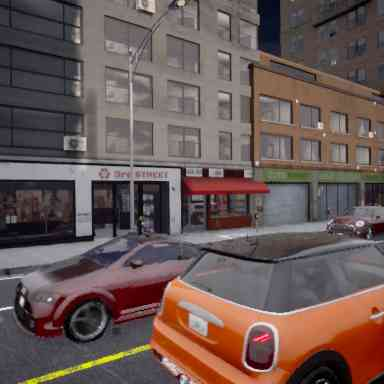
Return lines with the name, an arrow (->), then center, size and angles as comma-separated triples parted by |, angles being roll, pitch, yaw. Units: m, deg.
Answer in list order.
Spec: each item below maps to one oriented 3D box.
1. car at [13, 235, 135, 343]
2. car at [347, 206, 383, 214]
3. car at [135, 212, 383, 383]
car -> -1.087, 1.563, 6.465 | 4.181, 1.385, 1.994 | 0, 0, -35
car -> 8.456, 1.435, 16.440 | 4.097, 1.590, 1.967 | 0, -1, -35
car -> 1.788, 1.351, 4.585 | 4.553, 1.767, 2.097 | 0, 0, -35
